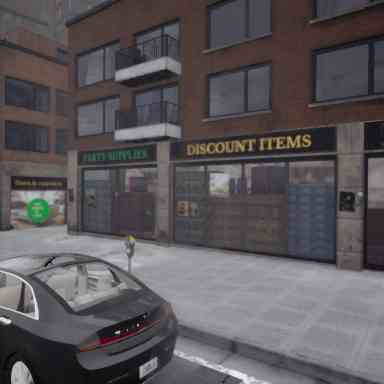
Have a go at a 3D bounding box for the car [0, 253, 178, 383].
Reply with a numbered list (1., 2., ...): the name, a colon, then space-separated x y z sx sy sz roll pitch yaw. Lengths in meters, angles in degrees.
1. car: -2.215 1.550 4.664 4.403 1.369 2.008 0 1 36
